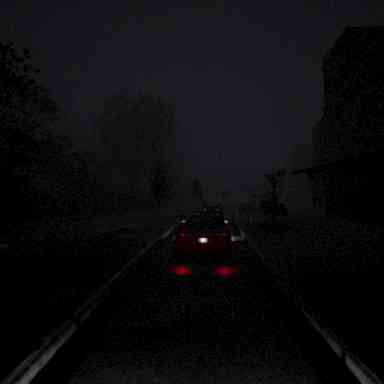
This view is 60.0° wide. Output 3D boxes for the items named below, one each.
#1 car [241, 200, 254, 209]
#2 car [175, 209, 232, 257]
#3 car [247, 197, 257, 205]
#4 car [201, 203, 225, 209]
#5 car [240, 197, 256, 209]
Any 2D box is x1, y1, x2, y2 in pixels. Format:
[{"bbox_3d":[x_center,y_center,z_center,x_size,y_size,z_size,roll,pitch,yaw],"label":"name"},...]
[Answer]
[{"bbox_3d":[9.608,2.134,57.342,2.163,1.488,4.792,0,-1,12],"label":"car"},{"bbox_3d":[0.488,1.584,13.035,1.994,1.385,4.181,0,-1,3],"label":"car"},{"bbox_3d":[15.298,2.331,84.478,2.435,2.045,5.566,0,-1,12],"label":"car"},{"bbox_3d":[1.778,1.640,28.434,2.128,1.511,4.902,0,-1,7],"label":"car"},{"bbox_3d":[8.503,2.007,51.956,2.097,1.535,5.008,-1,-1,11],"label":"car"}]
